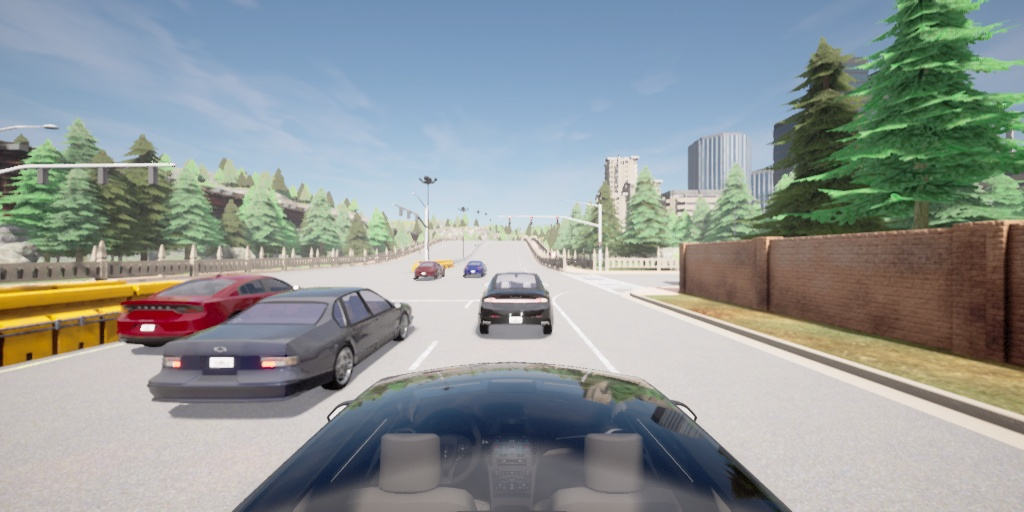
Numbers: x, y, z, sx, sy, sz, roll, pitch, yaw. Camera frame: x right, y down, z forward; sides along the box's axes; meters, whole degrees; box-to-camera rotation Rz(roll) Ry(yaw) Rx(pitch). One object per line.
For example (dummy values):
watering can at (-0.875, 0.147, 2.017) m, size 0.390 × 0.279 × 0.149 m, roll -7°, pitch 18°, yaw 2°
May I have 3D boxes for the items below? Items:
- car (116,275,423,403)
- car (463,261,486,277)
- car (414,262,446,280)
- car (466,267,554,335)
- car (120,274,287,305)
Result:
car at (-3.400, 1.282, 6.704) m, size 2.033 × 1.411 × 5.357 m, roll 0°, pitch 0°, yaw 0°
car at (-3.408, 1.180, 33.596) m, size 1.812 × 1.442 × 4.674 m, roll 0°, pitch 0°, yaw 0°
car at (-6.907, 1.189, 30.281) m, size 1.812 × 1.442 × 4.674 m, roll 0°, pitch 0°, yaw 0°
car at (0.126, 1.215, 10.452) m, size 2.128 × 1.511 × 4.902 m, roll 0°, pitch 0°, yaw 1°
car at (-6.902, 1.205, 9.267) m, size 1.882 × 1.535 × 5.008 m, roll 0°, pitch 0°, yaw 0°
